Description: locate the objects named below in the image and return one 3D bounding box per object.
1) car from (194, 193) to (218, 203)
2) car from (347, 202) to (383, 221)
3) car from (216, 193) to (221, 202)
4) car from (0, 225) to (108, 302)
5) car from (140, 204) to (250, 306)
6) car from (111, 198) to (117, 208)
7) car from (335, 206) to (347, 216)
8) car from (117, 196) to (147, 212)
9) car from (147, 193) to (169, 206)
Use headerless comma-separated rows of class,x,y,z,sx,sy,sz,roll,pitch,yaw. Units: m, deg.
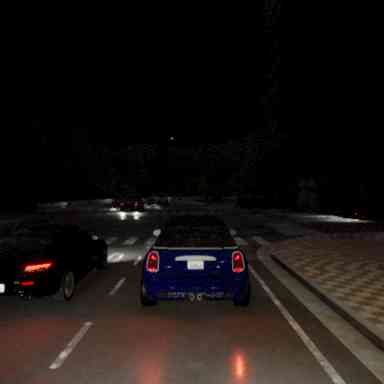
car,2.594,1.521,69.572,4.674,1.442,1.812,0,0,-43
car,15.530,1.618,27.422,4.181,1.385,1.994,0,0,0
car,4.186,1.221,75.361,5.566,2.045,2.150,0,0,-38
car,-3.432,1.525,8.148,1.812,1.442,4.674,0,0,0
car,0.067,1.352,8.196,2.097,1.767,4.553,0,0,0
car,-10.188,1.350,48.465,2.097,1.767,4.553,0,0,5
car,15.587,1.617,30.928,4.181,1.385,1.994,0,0,0
car,-7.090,1.351,39.641,2.097,1.767,4.553,0,0,1
car,-5.679,1.221,55.524,2.150,2.045,5.566,0,0,17
